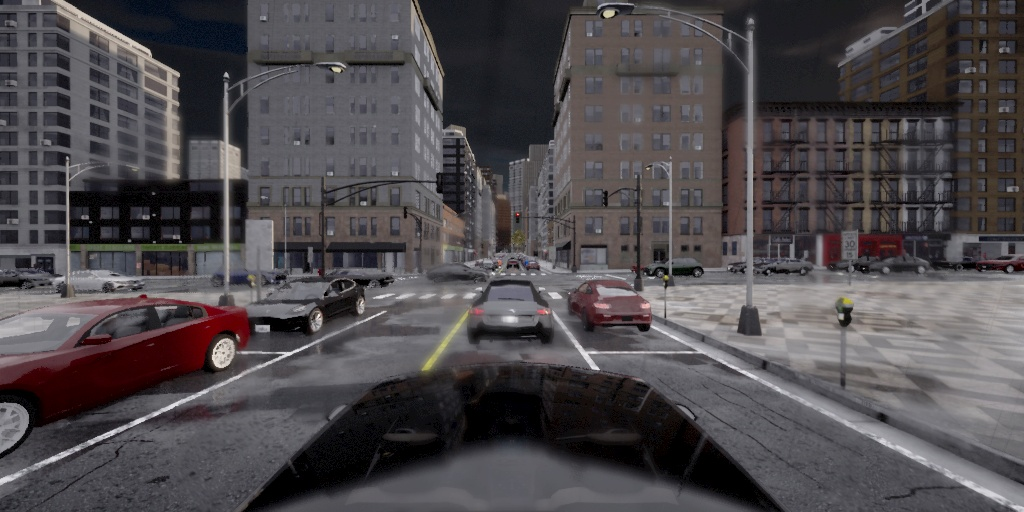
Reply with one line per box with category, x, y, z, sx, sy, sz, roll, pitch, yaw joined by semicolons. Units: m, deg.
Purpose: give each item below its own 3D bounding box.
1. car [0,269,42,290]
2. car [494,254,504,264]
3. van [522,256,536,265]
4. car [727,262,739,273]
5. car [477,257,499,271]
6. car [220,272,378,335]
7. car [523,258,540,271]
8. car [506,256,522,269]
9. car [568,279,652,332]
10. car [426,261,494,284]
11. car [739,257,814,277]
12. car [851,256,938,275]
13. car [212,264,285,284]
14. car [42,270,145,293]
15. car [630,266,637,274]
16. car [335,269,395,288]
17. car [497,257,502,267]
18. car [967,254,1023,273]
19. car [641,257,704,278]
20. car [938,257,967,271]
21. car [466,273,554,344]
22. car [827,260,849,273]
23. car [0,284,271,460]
car;-35.892;1.694;26.335;4.902;1.511;2.128;-1;0;0
car;-2.970;0.971;65.122;2.097;1.767;4.553;0;0;1
van;2.811;1.000;53.324;1.690;1.789;3.998;0;0;0
car;22.521;0.869;33.132;4.902;1.511;2.128;-1;0;0
car;-3.073;1.209;45.563;1.812;1.442;4.674;0;0;2
car;-5.806;1.314;10.516;1.948;1.339;4.313;0;0;0
car;2.793;1.258;47.772;1.802;1.307;4.207;0;0;0
car;0.155;1.158;55.301;1.837;1.490;4.892;0;0;0
car;2.719;1.330;10.560;1.802;1.307;4.207;0;0;0
car;-3.904;1.296;26.378;4.674;1.442;1.812;0;0;0
car;22.285;0.889;29.881;4.902;1.511;2.128;-1;0;0
car;31.751;0.772;29.892;4.892;1.490;1.837;-1;0;0
car;-19.173;1.347;26.357;4.553;1.767;2.097;-1;0;0
car;-26.581;1.632;23.097;4.674;1.442;1.812;-1;0;0
car;13.480;1.106;33.117;4.718;1.301;1.895;-1;0;0
car;-10.082;1.489;23.123;4.718;1.301;1.895;-1;0;0
car;-3.039;1.201;55.213;2.033;1.411;5.357;0;0;0
car;41.878;0.608;29.881;5.008;1.535;1.882;-1;0;0
car;13.332;0.876;29.865;4.553;1.767;2.097;-1;0;0
car;41.788;0.716;33.133;4.718;1.301;1.895;-1;0;0
car;-0.035;1.313;9.562;1.994;1.385;4.181;0;0;0
car;31.992;0.752;33.144;4.892;1.490;1.837;-1;0;0
car;-5.776;1.295;4.872;1.888;1.381;4.507;0;0;0
